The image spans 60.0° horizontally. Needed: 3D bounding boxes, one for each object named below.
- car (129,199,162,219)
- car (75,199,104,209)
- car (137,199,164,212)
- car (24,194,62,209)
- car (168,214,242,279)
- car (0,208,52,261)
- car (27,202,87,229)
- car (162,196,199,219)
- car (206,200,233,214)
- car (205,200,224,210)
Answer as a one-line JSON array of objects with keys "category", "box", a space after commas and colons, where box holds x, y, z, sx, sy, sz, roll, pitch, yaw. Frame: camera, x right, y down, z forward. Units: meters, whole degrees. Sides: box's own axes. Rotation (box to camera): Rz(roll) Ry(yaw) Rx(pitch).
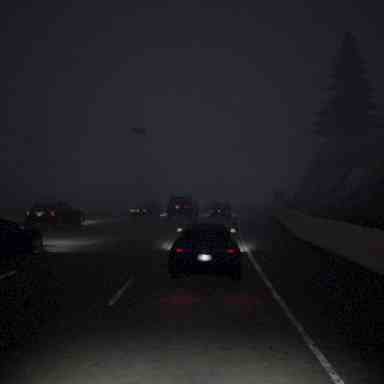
[{"category": "car", "box": [-4.291, 1.693, 31.457, 2.033, 1.411, 5.357, 0, 0, 10]}, {"category": "car", "box": [-14.997, 1.777, 49.143, 1.895, 1.301, 4.718, 0, 0, 14]}, {"category": "car", "box": [-5.350, 1.684, 43.730, 1.882, 1.535, 5.008, 0, 0, 13]}, {"category": "car", "box": [-22.084, 1.356, 49.642, 2.150, 2.045, 5.566, 0, 0, 14]}, {"category": "car", "box": [0.432, 1.624, 10.343, 1.994, 1.385, 4.181, 0, 0, 3]}, {"category": "car", "box": [-6.578, 1.494, 10.393, 1.882, 1.535, 5.008, 0, 0, 3]}, {"category": "car", "box": [-9.047, 1.418, 22.341, 2.097, 1.767, 4.553, 0, 0, 6]}, {"category": "car", "box": [-0.769, 1.387, 30.928, 2.150, 2.045, 5.566, 0, 0, 10]}, {"category": "car", "box": [2.848, 1.739, 31.707, 2.033, 1.411, 5.357, 0, 0, 10]}, {"category": "car", "box": [3.367, 1.855, 49.310, 1.994, 1.385, 4.181, 0, 0, 15]}]
